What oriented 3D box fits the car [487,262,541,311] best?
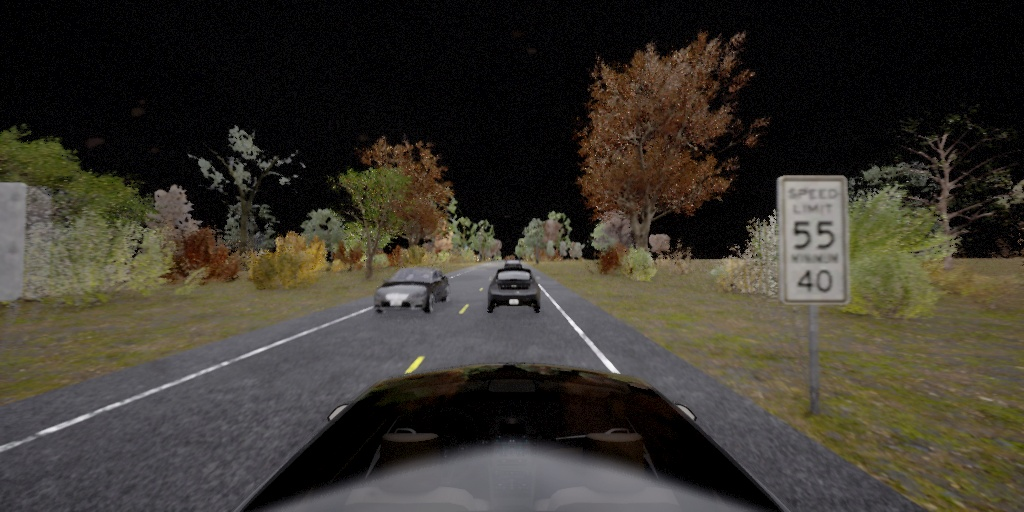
[{"bbox_3d":[0.075,1.189,13.947,1.837,1.490,4.892,0,1,0],"label":"car"}]

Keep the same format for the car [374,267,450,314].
[{"bbox_3d":[-3.562,1.177,13.509,2.128,1.511,4.902,0,0,0],"label":"car"}]

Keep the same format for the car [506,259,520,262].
[{"bbox_3d":[0.100,1.069,36.959,1.882,1.535,5.008,0,0,0],"label":"car"}]
